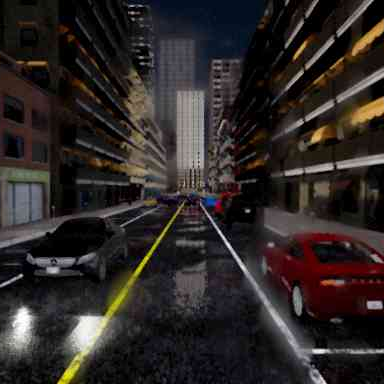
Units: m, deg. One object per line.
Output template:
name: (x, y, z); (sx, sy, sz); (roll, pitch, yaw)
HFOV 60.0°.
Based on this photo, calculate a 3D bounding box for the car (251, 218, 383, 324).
car: (2.682, 1.514, 7.114); (1.887, 1.381, 4.507); (0, 0, 0)

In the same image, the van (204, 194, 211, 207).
van: (2.672, 1.153, 45.778); (1.690, 1.788, 3.998); (-1, 0, 0)

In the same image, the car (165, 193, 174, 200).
car: (-5.714, 1.108, 84.453); (1.967, 1.590, 4.097); (-1, 0, 0)

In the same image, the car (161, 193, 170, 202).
car: (-5.709, 1.315, 62.359); (1.947, 1.339, 4.313); (0, 0, 0)

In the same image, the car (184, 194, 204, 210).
car: (0.030, 1.323, 40.511); (2.128, 1.511, 4.902); (0, 0, 0)

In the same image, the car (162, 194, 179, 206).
car: (-3.068, 1.390, 51.717); (1.895, 1.301, 4.718); (0, 0, 0)

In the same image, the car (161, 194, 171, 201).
car: (-5.712, 1.253, 73.407); (1.887, 1.381, 4.507); (0, 0, 0)

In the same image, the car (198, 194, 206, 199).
car: (2.667, 1.200, 89.965); (2.008, 1.369, 4.403); (-1, 0, 0)

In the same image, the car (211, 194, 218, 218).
car: (3.101, 1.102, 28.140); (2.150, 2.045, 5.566); (0, 0, 0)

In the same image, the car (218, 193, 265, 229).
car: (3.102, 1.138, 21.140); (2.150, 2.045, 5.566); (0, 0, 0)

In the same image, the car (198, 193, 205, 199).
car: (2.665, 1.155, 95.659); (1.752, 1.417, 4.829); (-1, 0, 0)

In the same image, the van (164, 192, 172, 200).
van: (-5.714, 1.029, 78.929); (1.690, 1.788, 3.998); (-1, 0, 0)

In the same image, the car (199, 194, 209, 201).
car: (2.670, 1.259, 73.394); (2.008, 1.369, 4.403); (-1, 0, 0)

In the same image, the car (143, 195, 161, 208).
car: (-5.707, 1.338, 45.619); (1.752, 1.417, 4.829); (0, 0, 0)

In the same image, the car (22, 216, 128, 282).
car: (-3.091, 1.483, 9.755); (1.812, 1.442, 4.674); (0, 0, 0)

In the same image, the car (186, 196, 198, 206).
car: (0.011, 1.313, 52.329); (1.812, 1.442, 4.674); (0, 0, 0)

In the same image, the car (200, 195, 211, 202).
car: (2.670, 1.279, 67.871); (2.008, 1.369, 4.403); (-1, 0, 0)
